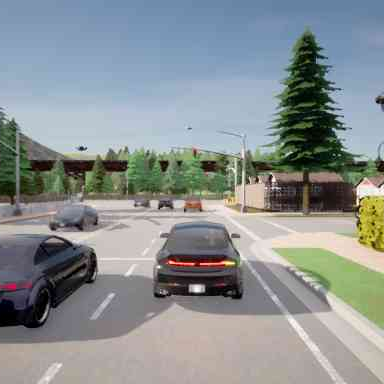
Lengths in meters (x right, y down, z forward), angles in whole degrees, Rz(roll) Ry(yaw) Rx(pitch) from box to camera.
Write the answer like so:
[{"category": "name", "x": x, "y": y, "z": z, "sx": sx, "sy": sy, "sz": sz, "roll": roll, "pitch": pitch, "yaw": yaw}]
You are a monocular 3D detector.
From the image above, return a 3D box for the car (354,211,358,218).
[{"category": "car", "x": 14.853, "y": 1.466, "z": 25.050, "sx": 4.892, "sy": 1.490, "sz": 1.837, "roll": 0, "pitch": 0, "yaw": -1}]

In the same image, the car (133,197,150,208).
[{"category": "car", "x": -7.047, "y": 1.492, "z": 46.975, "sx": 2.128, "sy": 1.511, "sz": 4.902, "roll": 0, "pitch": 0, "yaw": 1}]

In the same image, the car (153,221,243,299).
[{"category": "car", "x": 0.193, "y": 1.505, "z": 8.465, "sx": 1.837, "sy": 1.490, "sz": 4.892, "roll": 0, "pitch": 0, "yaw": 2}]

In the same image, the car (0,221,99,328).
[{"category": "car", "x": -3.420, "y": 1.564, "z": 6.979, "sx": 1.994, "sy": 1.385, "sz": 4.181, "roll": 0, "pitch": 0, "yaw": 0}]

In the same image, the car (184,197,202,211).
[{"category": "car", "x": 0.112, "y": 1.353, "z": 40.278, "sx": 2.097, "sy": 1.767, "sz": 4.553, "roll": 0, "pitch": 0, "yaw": 0}]

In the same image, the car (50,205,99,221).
[{"category": "car", "x": -7.092, "y": 1.526, "z": 20.505, "sx": 1.812, "sy": 1.442, "sz": 4.674, "roll": 0, "pitch": 0, "yaw": 0}]

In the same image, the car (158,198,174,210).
[{"category": "car", "x": -3.411, "y": 1.505, "z": 43.737, "sx": 1.837, "sy": 1.490, "sz": 4.892, "roll": 0, "pitch": 0, "yaw": 0}]
